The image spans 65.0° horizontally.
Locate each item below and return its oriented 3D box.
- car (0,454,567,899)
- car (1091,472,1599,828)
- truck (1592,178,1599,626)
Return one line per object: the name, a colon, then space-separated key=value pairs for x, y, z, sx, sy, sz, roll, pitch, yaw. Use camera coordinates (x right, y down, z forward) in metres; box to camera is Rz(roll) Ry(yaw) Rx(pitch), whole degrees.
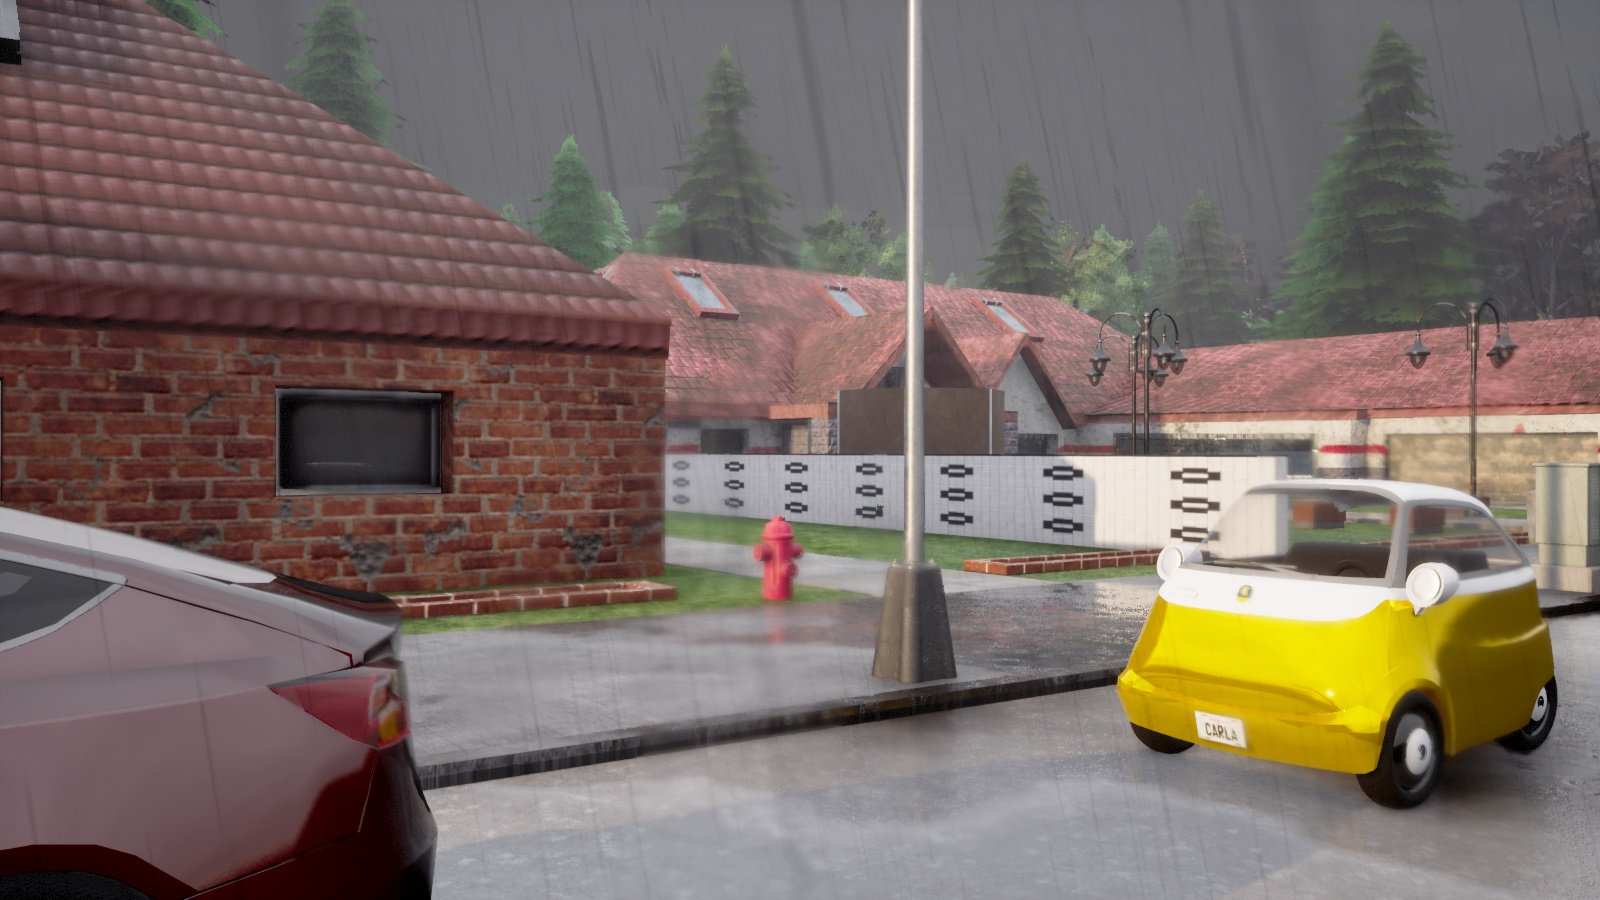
car: x=-3.070 y=0.756 z=2.135 sx=4.792 sy=1.488 sz=2.163 roll=0 pitch=0 yaw=-35
car: x=2.760 y=0.809 z=6.189 sx=2.207 sy=1.376 sz=1.481 roll=0 pitch=0 yaw=-35
truck: x=11.095 y=-0.414 z=11.998 sx=8.468 sy=3.827 sz=2.891 roll=0 pitch=0 yaw=-35
